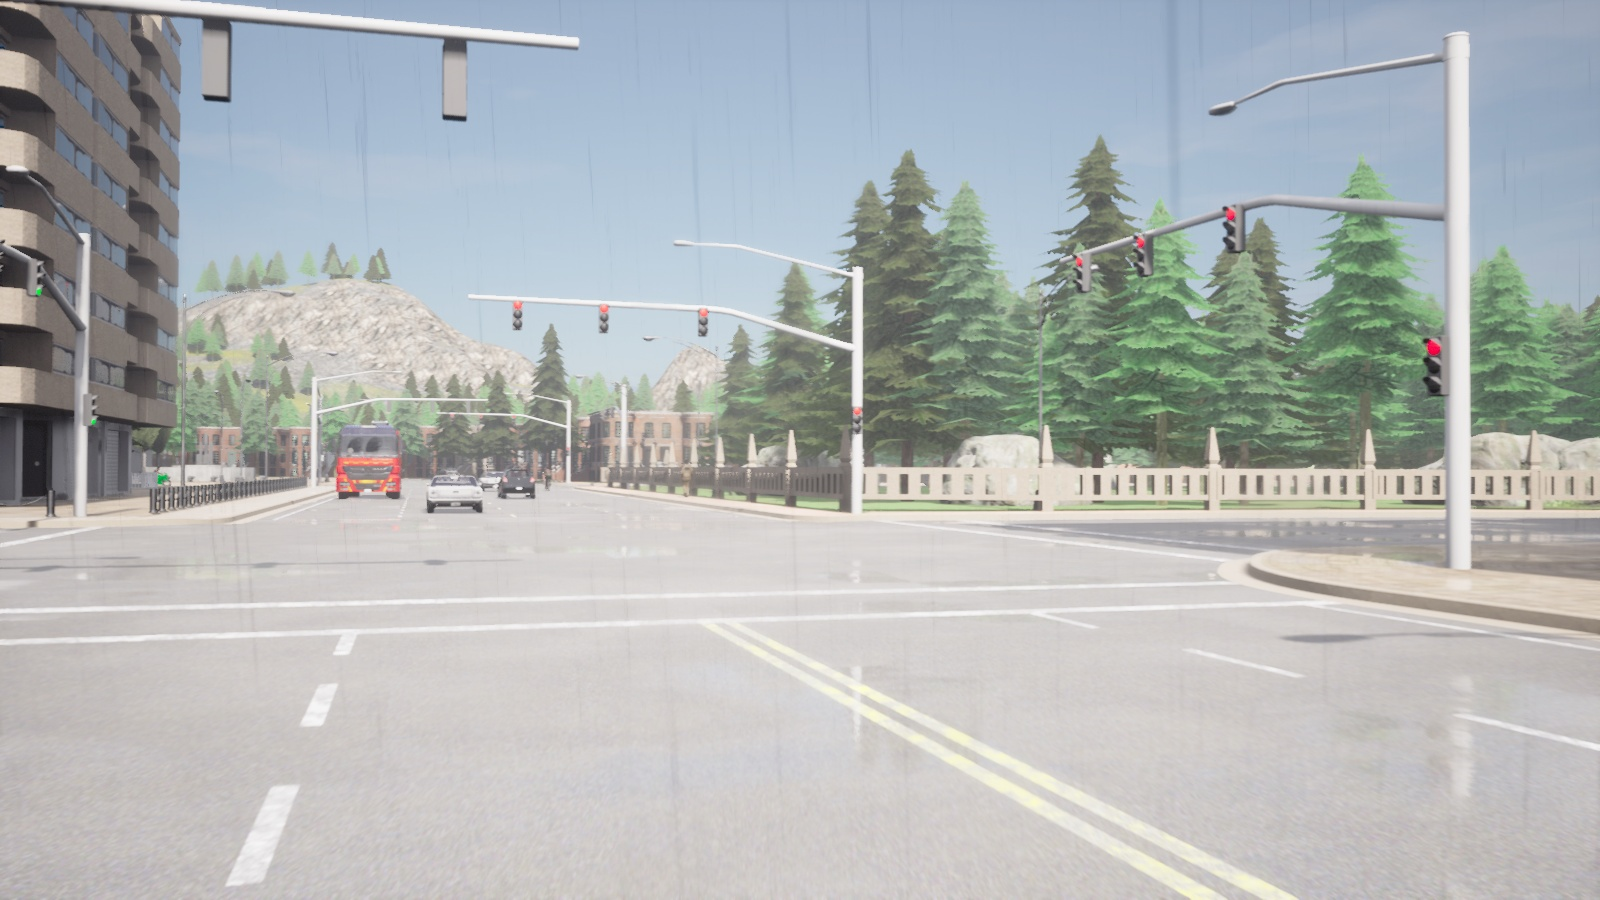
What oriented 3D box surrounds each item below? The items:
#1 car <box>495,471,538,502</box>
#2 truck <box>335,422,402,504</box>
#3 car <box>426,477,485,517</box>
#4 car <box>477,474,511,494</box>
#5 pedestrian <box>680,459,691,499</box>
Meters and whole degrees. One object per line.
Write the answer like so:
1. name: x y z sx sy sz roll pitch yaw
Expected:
1. car: -14.455 1.836 63.851 1.845 1.501 3.633 0 -1 -17
2. truck: -21.461 0.670 62.797 2.891 3.827 8.468 0 -1 -17
3. car: -12.234 1.624 44.404 1.895 1.301 4.718 0 -1 -17
4. car: -20.208 2.229 82.831 1.895 1.301 4.718 0 -1 -17
5. pedestrian: -5.466 1.389 60.144 0.396 1.930 0.692 0 -1 -17
